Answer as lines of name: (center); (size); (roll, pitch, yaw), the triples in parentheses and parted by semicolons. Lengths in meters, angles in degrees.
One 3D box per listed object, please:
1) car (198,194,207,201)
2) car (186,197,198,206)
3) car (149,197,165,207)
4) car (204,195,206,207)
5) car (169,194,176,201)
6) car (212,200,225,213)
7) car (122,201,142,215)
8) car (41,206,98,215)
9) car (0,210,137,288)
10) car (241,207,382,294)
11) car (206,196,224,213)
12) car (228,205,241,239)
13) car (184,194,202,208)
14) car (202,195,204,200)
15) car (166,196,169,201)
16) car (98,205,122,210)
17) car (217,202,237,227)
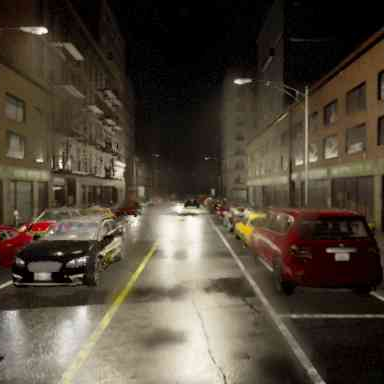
car: (2.822, 1.434, 90.623); (2.192, 1.841, 5.009); (-1, 0, 0)
car: (-0.016, 1.541, 56.782); (1.837, 1.490, 4.892); (0, 0, 0)
car: (-5.692, 1.469, 52.665); (1.967, 1.590, 4.097); (-1, 0, 0)
car: (2.836, 1.452, 41.674); (1.967, 1.590, 4.097); (-1, 0, 0)
car: (-5.701, 1.671, 85.035); (1.947, 1.339, 4.313); (-1, 0, 0)
car: (2.842, 1.542, 25.183); (1.887, 1.381, 4.507); (-1, 0, 0)
car: (-5.684, 1.547, 30.677); (1.887, 1.381, 4.507); (-1, 0, 0)
car: (-5.680, 1.434, 14.187); (1.967, 1.590, 4.097); (-1, 0, 0)
car: (-3.101, 1.485, 9.362); (2.128, 1.511, 4.902); (0, 0, 0)
car: (2.846, 1.310, 8.693); (2.192, 1.841, 5.009); (-1, 0, 0)
car: (2.838, 1.447, 36.177); (1.967, 1.590, 4.097); (-1, 0, 0)
car: (2.846, 1.519, 14.360); (1.752, 1.417, 4.829); (-1, 0, 0)
car: (-0.011, 1.373, 47.445); (2.097, 1.767, 4.553); (0, 0, 0)
car: (2.834, 1.554, 52.838); (1.752, 1.417, 4.829); (-1, 0, 0)
car: (-5.692, 1.605, 58.161); (1.947, 1.339, 4.313); (-1, 0, 0)
car: (-5.681, 1.521, 19.513); (1.752, 1.417, 4.829); (-1, 0, 0)
car: (2.844, 1.546, 19.686); (2.008, 1.369, 4.403); (-1, 0, 0)
